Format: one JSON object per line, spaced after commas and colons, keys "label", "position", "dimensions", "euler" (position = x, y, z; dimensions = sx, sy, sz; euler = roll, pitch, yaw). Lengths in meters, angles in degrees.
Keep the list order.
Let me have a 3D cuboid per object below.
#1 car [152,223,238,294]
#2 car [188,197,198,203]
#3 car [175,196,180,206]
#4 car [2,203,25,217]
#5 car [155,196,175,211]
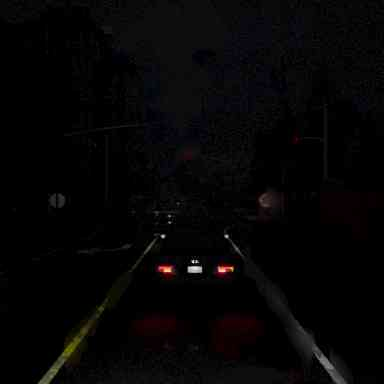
{"label": "car", "position": [0.074, 1.547, 8.941], "dimensions": [2.033, 1.411, 5.357], "euler": [0, 0, 0]}
{"label": "car", "position": [0.219, 1.600, 69.713], "dimensions": [1.895, 1.301, 4.718], "euler": [0, 0, 0]}
{"label": "car", "position": [-3.491, 1.504, 55.505], "dimensions": [1.837, 1.490, 4.892], "euler": [0, 0, 0]}
{"label": "car", "position": [-17.683, 1.562, 29.324], "dimensions": [5.357, 1.411, 2.033], "euler": [0, 0, 4]}
{"label": "car", "position": [-3.377, 1.505, 40.300], "dimensions": [1.837, 1.490, 4.892], "euler": [0, 0, -2]}
